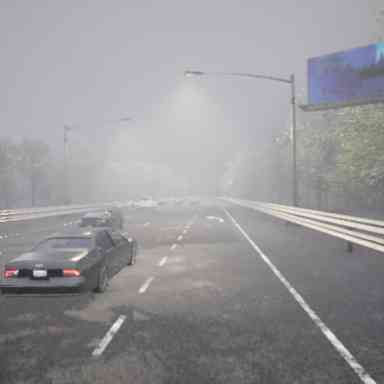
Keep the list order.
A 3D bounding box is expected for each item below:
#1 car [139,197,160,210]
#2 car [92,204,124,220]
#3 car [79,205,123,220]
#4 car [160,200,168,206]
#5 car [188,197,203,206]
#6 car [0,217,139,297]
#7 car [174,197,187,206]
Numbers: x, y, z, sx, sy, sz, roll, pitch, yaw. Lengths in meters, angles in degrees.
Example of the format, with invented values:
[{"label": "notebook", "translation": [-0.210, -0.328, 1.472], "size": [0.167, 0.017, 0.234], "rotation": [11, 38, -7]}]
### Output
[{"label": "car", "translation": [-7.240, 1.864, 54.661], "size": [2.150, 2.045, 5.566], "rotation": [-1, -1, 3]}, {"label": "car", "translation": [-8.440, 2.024, 33.935], "size": [1.994, 1.385, 4.181], "rotation": [-1, -1, 3]}, {"label": "car", "translation": [-5.689, 1.819, 21.107], "size": [1.812, 1.442, 4.674], "rotation": [-1, 0, 3]}, {"label": "car", "translation": [-6.237, 2.408, 71.694], "size": [1.895, 1.301, 4.718], "rotation": [-1, -1, 3]}, {"label": "car", "translation": [0.742, 2.266, 71.165], "size": [1.895, 1.301, 4.718], "rotation": [-1, -1, 3]}, {"label": "car", "translation": [-2.881, 1.683, 9.135], "size": [2.033, 1.411, 5.357], "rotation": [-1, 0, 3]}, {"label": "car", "translation": [-2.751, 2.282, 71.390], "size": [2.033, 1.411, 5.357], "rotation": [-1, -1, 3]}]
